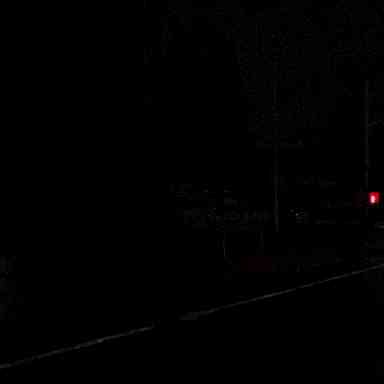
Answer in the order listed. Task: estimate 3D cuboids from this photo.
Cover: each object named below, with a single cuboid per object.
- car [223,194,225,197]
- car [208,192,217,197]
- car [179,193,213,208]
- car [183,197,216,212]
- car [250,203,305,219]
[{"bbox_3d":[7.017,1.091,94.380,1.905,1.878,3.866,0,0,-37],"label":"car"},{"bbox_3d":[4.930,1.112,92.316,1.932,1.855,4.605,0,0,-37],"label":"car"},{"bbox_3d":[0.190,1.367,44.867,2.097,1.767,4.553,0,0,-37],"label":"car"},{"bbox_3d":[1.351,1.579,37.237,1.994,1.385,4.181,0,0,-37],"label":"car"},{"bbox_3d":[7.412,1.616,29.219,1.895,1.301,4.718,0,0,-37],"label":"car"}]
